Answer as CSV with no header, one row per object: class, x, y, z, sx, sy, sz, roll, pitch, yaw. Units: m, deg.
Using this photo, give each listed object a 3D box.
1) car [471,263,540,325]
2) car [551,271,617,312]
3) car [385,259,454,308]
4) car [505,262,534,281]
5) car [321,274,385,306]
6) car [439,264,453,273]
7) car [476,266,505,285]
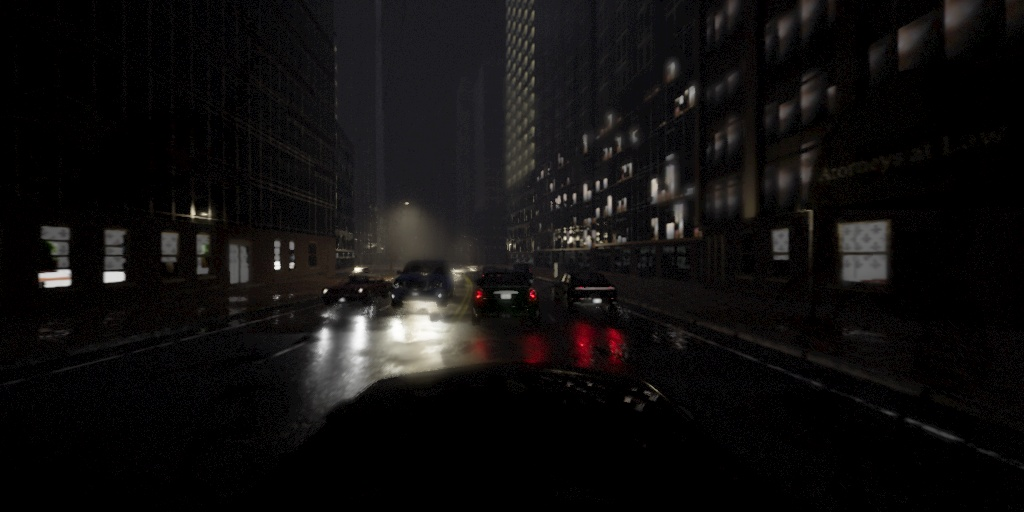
car,-0.273,1.233,12.663,2.097,1.767,4.553,0,-1,-3
car,2.854,1.389,15.026,2.128,1.511,4.902,0,-1,-3
car,-3.949,1.160,16.707,2.150,2.045,5.566,0,-1,-4
car,0.653,1.477,35.621,2.097,1.767,4.553,0,-1,-8
car,-7.236,1.556,17.159,1.895,1.301,4.718,0,-1,-4
car,-10.451,1.993,56.909,1.895,1.301,4.718,0,-1,-14
car,-1.974,1.640,31.281,2.033,1.411,5.357,0,-1,-8
